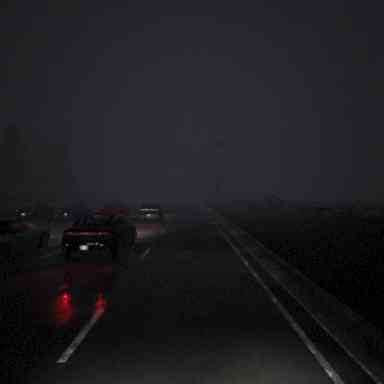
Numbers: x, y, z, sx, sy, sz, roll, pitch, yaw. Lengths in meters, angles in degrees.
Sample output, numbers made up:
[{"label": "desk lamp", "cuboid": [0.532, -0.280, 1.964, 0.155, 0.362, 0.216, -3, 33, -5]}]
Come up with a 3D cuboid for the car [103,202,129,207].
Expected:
[{"label": "car", "cuboid": [-6.899, 1.626, 30.245, 1.882, 1.535, 5.008, 0, 0, 0]}]

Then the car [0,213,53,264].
[{"label": "car", "cuboid": [-6.914, 1.661, 12.035, 1.895, 1.301, 4.718, 0, 0, 0]}]

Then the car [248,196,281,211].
[{"label": "car", "cuboid": [8.938, 1.411, 40.548, 3.866, 1.878, 1.905, 0, 0, 0]}]

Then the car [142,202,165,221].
[{"label": "car", "cuboid": [-3.403, 1.632, 28.659, 2.128, 1.511, 4.902, 0, 0, 0]}]

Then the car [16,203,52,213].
[{"label": "car", "cuboid": [-13.906, 1.672, 29.712, 1.812, 1.442, 4.674, 0, 0, 0]}]

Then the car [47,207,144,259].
[{"label": "car", "cuboid": [-3.412, 1.556, 12.948, 2.128, 1.511, 4.902, 0, 0, 0]}]

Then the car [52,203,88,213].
[{"label": "car", "cuboid": [-10.406, 1.671, 29.671, 1.812, 1.442, 4.674, 0, 0, 0]}]
